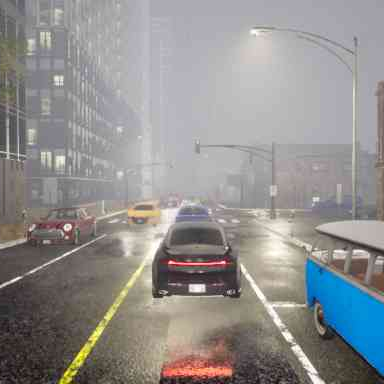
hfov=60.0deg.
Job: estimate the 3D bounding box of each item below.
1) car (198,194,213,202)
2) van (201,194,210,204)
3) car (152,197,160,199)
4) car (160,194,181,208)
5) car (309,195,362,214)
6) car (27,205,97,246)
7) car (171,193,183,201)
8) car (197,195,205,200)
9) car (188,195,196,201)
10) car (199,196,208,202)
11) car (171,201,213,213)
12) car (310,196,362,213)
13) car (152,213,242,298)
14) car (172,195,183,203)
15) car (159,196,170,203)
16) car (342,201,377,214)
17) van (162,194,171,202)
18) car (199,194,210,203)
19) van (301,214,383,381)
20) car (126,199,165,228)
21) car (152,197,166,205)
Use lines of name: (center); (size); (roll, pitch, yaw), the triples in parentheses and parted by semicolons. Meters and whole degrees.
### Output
car: (2.608, 1.426, 58.607); (1.967, 1.590, 4.097); (-1, 0, 0)
van: (2.600, 1.326, 64.251); (1.690, 1.788, 3.998); (-1, 0, 0)
car: (-5.902, 1.512, 52.838); (1.752, 1.417, 4.829); (-1, 0, 0)
car: (-2.975, 1.480, 46.017); (2.128, 1.511, 4.902); (0, 0, -3)
car: (15.507, 1.349, 35.749); (5.566, 2.045, 2.150); (1, 1, 1)
car: (-5.722, 1.436, 15.060); (1.967, 1.590, 4.097); (-1, 0, 0)
car: (-3.141, 1.210, 60.910); (2.150, 2.045, 5.566); (0, 0, 1)
car: (2.571, 1.532, 92.471); (2.008, 1.369, 4.403); (-1, 0, 0)
car: (-0.093, 1.481, 79.533); (1.837, 1.490, 4.892); (0, 0, 0)
car: (2.591, 1.565, 75.539); (1.802, 1.307, 4.206); (-1, 0, 0)
car: (0.070, 1.472, 17.956); (1.882, 1.535, 5.008); (0, 0, 0)
car: (16.481, 1.411, 38.334); (5.009, 1.841, 2.192); (1, 0, 1)
car: (0.088, 1.502, 8.468); (1.837, 1.490, 4.892); (0, 0, 0)
car: (-3.085, 1.509, 72.538); (2.128, 1.511, 4.902); (0, 0, 0)
car: (-5.750, 1.550, 69.940); (1.947, 1.339, 4.313); (-1, 0, 0)
car: (16.382, 1.793, 29.957); (4.313, 1.339, 1.947); (1, 0, 1)
van: (-5.760, 1.324, 75.584); (1.690, 1.788, 3.998); (-1, 0, 0)
car: (2.593, 1.299, 69.895); (2.192, 1.841, 5.009); (-1, 0, 0)
van: (2.669, 1.340, 3.986); (1.690, 1.788, 3.998); (-1, 0, 0)
car: (-3.129, 1.471, 22.379); (1.882, 1.535, 5.008); (0, 0, 0)
car: (-5.737, 1.552, 58.651); (1.947, 1.339, 4.313); (-1, 0, 0)
